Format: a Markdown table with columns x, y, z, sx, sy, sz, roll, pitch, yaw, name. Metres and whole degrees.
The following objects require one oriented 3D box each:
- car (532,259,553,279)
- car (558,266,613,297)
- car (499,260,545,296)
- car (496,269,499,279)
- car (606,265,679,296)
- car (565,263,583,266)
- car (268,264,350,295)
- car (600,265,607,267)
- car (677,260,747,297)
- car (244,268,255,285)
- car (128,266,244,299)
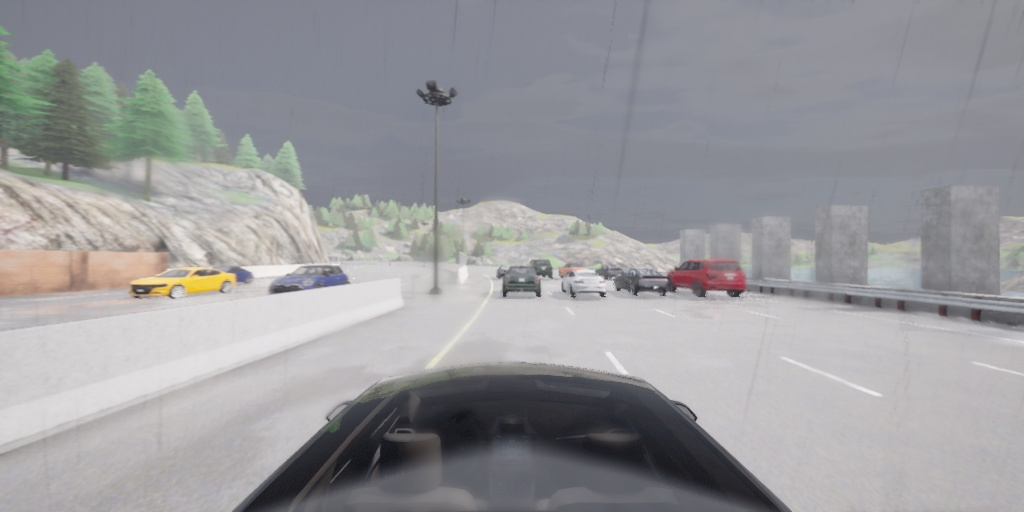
| x | y | z | sx | sy | sz | roll | pitch | yaw | name |
| --- | --- | --- | --- | --- | --- | --- | --- | --- | --- |
| 2.844 | 1.381 | 38.431 | 2.150 | 2.045 | 5.566 | 0 | 0 | -7 | car |
| 3.998 | 1.494 | 20.405 | 1.812 | 1.442 | 4.674 | 0 | -1 | -1 | car |
| 0.488 | 1.313 | 21.018 | 2.097 | 1.767 | 4.553 | 0 | -1 | -1 | car |
| -0.716 | 1.747 | 38.750 | 1.895 | 1.301 | 4.718 | 0 | -1 | -7 | car |
| 7.488 | 1.482 | 21.174 | 2.128 | 1.511 | 4.902 | 0 | -1 | -1 | car |
| 6.376 | 1.518 | 38.032 | 2.097 | 1.767 | 4.553 | 0 | -1 | -6 | car |
| -10.147 | 1.239 | 18.288 | 2.097 | 1.767 | 4.553 | 0 | -1 | -1 | car |
| 9.982 | 1.666 | 37.255 | 2.128 | 1.511 | 4.902 | 0 | -1 | -6 | car |
| 11.017 | 1.225 | 20.842 | 2.150 | 2.045 | 5.566 | 0 | 0 | -1 | car |
| -20.839 | 1.452 | 26.046 | 1.812 | 1.442 | 4.674 | 0 | -1 | -3 | car |
| -17.144 | 1.343 | 18.988 | 1.882 | 1.535 | 5.008 | 0 | -1 | -1 | car |
